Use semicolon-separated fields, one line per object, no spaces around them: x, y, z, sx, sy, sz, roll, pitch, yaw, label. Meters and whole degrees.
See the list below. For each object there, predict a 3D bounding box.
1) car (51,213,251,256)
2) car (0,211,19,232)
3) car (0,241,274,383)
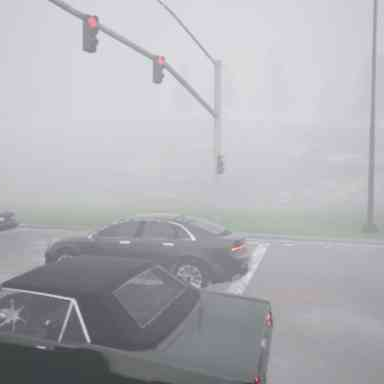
-1.104;1.272;7.797;4.892;1.490;1.837;1;0;18;car
-9.817;1.078;13.330;5.357;1.411;2.033;1;2;10;car
-1.519;1.475;3.855;4.718;1.301;1.895;1;2;17;car
